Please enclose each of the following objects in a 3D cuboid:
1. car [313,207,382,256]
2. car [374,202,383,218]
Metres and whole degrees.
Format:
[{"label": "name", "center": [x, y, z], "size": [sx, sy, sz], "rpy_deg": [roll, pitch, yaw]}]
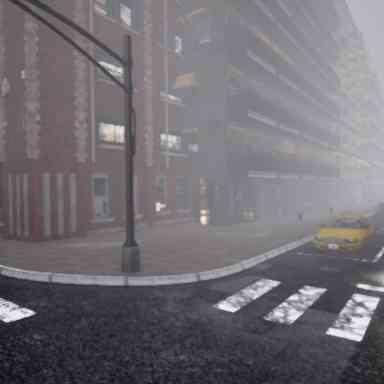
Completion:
[{"label": "car", "center": [6.132, 1.507, 13.169], "size": [1.752, 1.417, 4.829], "rpy_deg": [-1, -1, 35]}, {"label": "car", "center": [16.006, 1.498, 27.209], "size": [1.887, 1.381, 4.507], "rpy_deg": [-1, -1, 35]}]
